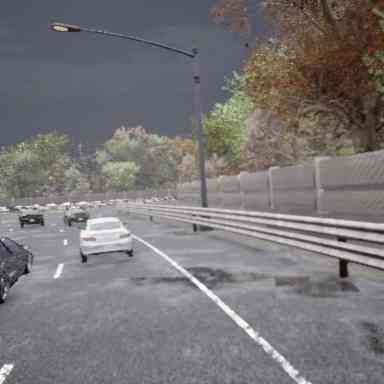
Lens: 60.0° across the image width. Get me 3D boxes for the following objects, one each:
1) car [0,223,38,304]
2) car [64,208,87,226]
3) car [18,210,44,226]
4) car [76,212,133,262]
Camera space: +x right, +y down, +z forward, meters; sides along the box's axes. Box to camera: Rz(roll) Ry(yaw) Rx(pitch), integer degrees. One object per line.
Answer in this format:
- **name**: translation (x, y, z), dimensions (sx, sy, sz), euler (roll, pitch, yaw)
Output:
- **car**: translation (-5.480, 1.883, 8.549), dimensions (2.033, 1.411, 5.357), euler (-4, 0, -17)
- **car**: translation (-10.176, 2.126, 29.354), dimensions (1.812, 1.442, 4.674), euler (-4, 0, -27)
- **car**: translation (-15.026, 2.386, 30.998), dimensions (1.882, 1.535, 5.008), euler (-4, 0, -29)
- **car**: translation (-3.508, 1.726, 13.298), dimensions (1.812, 1.442, 4.674), euler (-4, 0, -18)
